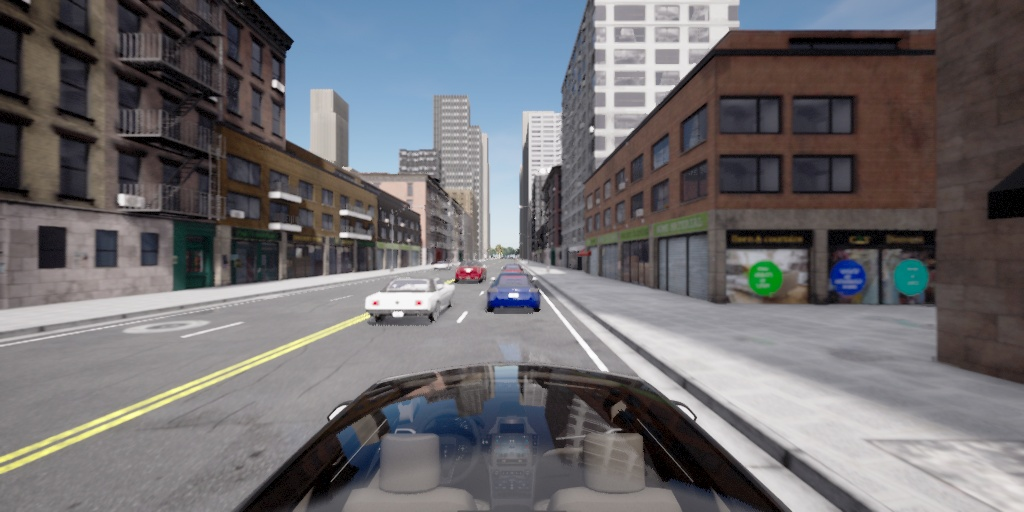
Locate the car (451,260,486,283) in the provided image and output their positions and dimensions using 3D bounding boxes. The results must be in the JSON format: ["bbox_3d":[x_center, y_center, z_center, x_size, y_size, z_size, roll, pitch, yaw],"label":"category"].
[{"bbox_3d":[-3.187,1.115,28.467,2.097,1.767,4.553,0,0,0],"label":"car"}]

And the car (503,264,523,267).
[{"bbox_3d":[0.071,1.330,29.773,1.994,1.385,4.181,0,0,0],"label":"car"}]

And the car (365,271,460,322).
[{"bbox_3d":[-3.191,1.356,12.319,1.895,1.301,4.718,0,0,0],"label":"car"}]

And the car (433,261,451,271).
[{"bbox_3d":[-9.835,1.400,50.561,1.895,1.301,4.718,0,0,0],"label":"car"}]

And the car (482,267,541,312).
[{"bbox_3d":[0.071,1.321,14.383,1.994,1.385,4.181,0,0,0],"label":"car"}]
